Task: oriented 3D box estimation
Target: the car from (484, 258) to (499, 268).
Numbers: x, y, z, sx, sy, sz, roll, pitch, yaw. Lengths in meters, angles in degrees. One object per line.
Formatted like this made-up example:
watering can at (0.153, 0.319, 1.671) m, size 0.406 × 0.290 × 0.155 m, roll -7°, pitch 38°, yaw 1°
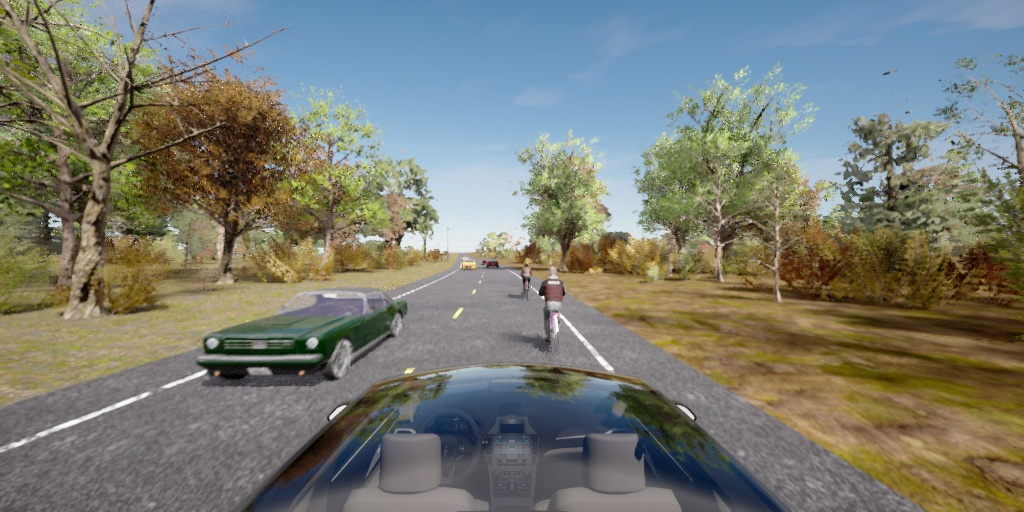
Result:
car at (-3.283, 1.145, 60.008) m, size 1.882 × 1.535 × 5.008 m, roll 0°, pitch 0°, yaw -6°

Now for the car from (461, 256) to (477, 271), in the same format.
car at (-5.901, 1.173, 49.457) m, size 1.882 × 1.535 × 5.008 m, roll 0°, pitch 0°, yaw -5°

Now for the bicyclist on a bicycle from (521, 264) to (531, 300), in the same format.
bicyclist on a bicycle at (0.689, 1.197, 16.870) m, size 0.582 × 1.620 × 1.656 m, roll 0°, pitch 0°, yaw -2°

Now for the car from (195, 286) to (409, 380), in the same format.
car at (-3.664, 1.349, 7.358) m, size 1.895 × 1.301 × 4.718 m, roll 0°, pitch 0°, yaw -1°

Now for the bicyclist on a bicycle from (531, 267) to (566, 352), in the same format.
bicyclist on a bicycle at (0.888, 1.119, 8.028) m, size 0.659 × 1.776 × 1.843 m, roll 0°, pitch 0°, yaw -1°
